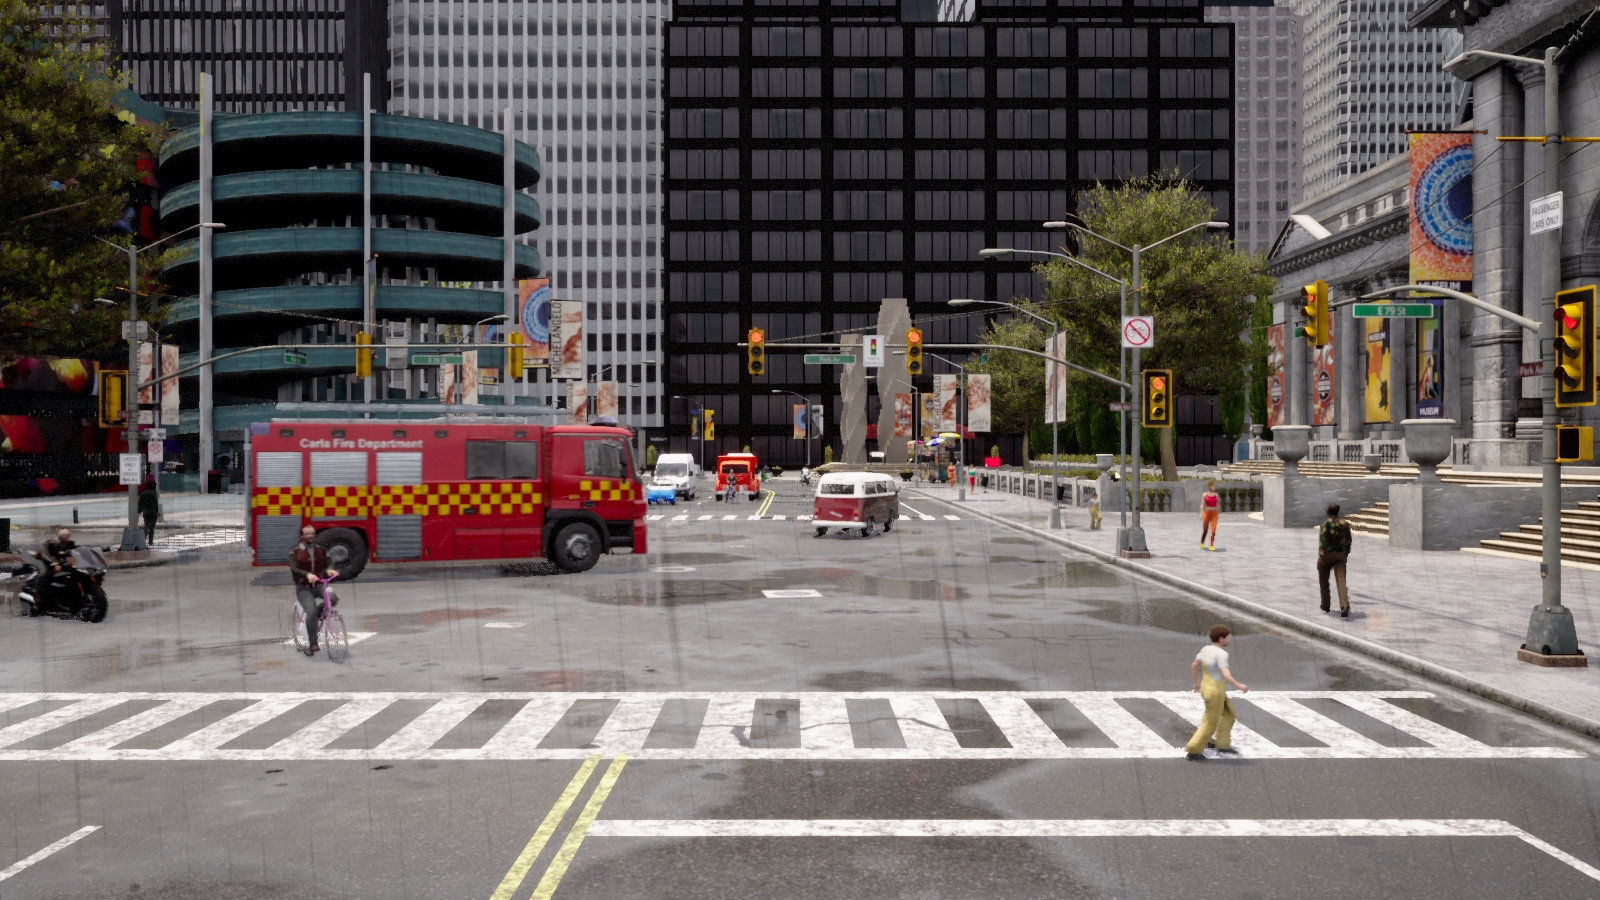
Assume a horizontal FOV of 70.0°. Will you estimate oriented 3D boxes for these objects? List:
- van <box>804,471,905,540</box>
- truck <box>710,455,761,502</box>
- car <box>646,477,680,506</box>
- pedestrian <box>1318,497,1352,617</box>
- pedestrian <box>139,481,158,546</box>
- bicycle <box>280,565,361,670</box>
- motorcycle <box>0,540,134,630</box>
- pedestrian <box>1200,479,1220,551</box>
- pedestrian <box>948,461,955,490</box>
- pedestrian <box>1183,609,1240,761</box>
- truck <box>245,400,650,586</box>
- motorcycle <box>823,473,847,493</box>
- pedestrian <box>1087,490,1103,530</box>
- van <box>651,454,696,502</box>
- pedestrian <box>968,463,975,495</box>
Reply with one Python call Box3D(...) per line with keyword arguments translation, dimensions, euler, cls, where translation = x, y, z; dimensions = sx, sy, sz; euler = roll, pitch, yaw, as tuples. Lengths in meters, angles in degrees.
Box3D(translation=(1.892, 1.767, 38.026), dimensions=(2.069, 2.038, 4.480), euler=(1, 0, 21), cls="van")
Box3D(translation=(-3.541, 1.543, 64.074), dimensions=(2.627, 2.467, 5.204), euler=(0, 0, -1), cls="truck")
Box3D(translation=(-6.988, 2.098, 58.266), dimensions=(1.481, 1.376, 2.207), euler=(0, 0, 0), cls="car")
Box3D(translation=(8.466, 1.689, 18.079), dimensions=(0.375, 1.860, 0.375), euler=(0, 0, 5), cls="pedestrian")
Box3D(translation=(-18.965, 1.835, 33.248), dimensions=(0.375, 1.860, 0.375), euler=(0, 0, -7), cls="pedestrian")
Box3D(translation=(-6.435, 2.204, 15.279), dimensions=(0.329, 1.171, 1.835), euler=(-2, 2, -44), cls="bicycle")
Box3D(translation=(-12.143, 2.197, 18.851), dimensions=(2.209, 1.251, 0.867), euler=(0, 2, 25), cls="motorcycle")
Box3D(translation=(10.647, 1.684, 29.688), dimensions=(0.375, 1.860, 0.375), euler=(0, 0, 0), cls="pedestrian")
Box3D(translation=(9.911, 1.666, 74.759), dimensions=(0.375, 1.860, 0.375), euler=(0, 0, -8), cls="pedestrian")
Box3D(translation=(3.730, 2.124, 10.376), dimensions=(0.375, 1.300, 0.375), euler=(0, 0, -2), cls="pedestrian")
Box3D(translation=(-7.942, 0.880, 26.303), dimensions=(8.468, 3.827, 2.891), euler=(0, 0, -20), cls="truck")
Box3D(translation=(2.253, 2.141, 74.717), dimensions=(0.764, 1.277, 2.356), euler=(-1, 0, -19), cls="motorcycle")
Box3D(translation=(9.707, 1.962, 37.605), dimensions=(0.375, 1.300, 0.375), euler=(0, 0, -17), cls="pedestrian")
Box3D(translation=(-7.042, 1.510, 64.165), dimensions=(1.988, 2.561, 5.915), euler=(0, 0, -1), cls="van")
Box3D(translation=(10.033, 1.671, 66.728), dimensions=(0.375, 1.860, 0.375), euler=(0, 0, 2), cls="pedestrian")
